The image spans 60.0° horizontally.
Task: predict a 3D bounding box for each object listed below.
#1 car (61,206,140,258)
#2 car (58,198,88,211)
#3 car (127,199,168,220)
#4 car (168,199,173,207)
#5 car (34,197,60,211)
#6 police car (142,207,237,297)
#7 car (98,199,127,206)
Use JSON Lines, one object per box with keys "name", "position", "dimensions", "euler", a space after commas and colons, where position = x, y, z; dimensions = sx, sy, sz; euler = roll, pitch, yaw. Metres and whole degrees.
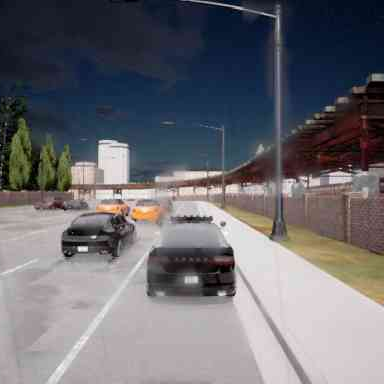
{"name": "car", "position": [-3.396, 1.511, 12.769], "dimensions": [1.837, 1.490, 4.892], "euler": [0, 0, 0]}
{"name": "car", "position": [-13.991, 1.581, 40.105], "dimensions": [1.994, 1.385, 4.181], "euler": [0, 0, 0]}
{"name": "car", "position": [-3.314, 1.363, 25.683], "dimensions": [2.097, 1.767, 4.553], "euler": [0, 0, 0]}
{"name": "car", "position": [-3.315, 1.565, 39.769], "dimensions": [2.033, 1.411, 5.357], "euler": [0, 0, 0]}
{"name": "car", "position": [-17.489, 1.370, 40.935], "dimensions": [2.097, 1.767, 4.553], "euler": [0, 0, 0]}
{"name": "police car", "position": [-0.012, 1.428, 8.762], "dimensions": [1.930, 1.638, 5.238], "euler": [0, 0, 0]}
{"name": "car", "position": [-6.806, 1.364, 28.995], "dimensions": [2.097, 1.767, 4.553], "euler": [0, 0, 0]}
